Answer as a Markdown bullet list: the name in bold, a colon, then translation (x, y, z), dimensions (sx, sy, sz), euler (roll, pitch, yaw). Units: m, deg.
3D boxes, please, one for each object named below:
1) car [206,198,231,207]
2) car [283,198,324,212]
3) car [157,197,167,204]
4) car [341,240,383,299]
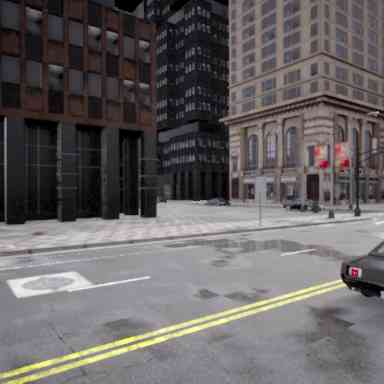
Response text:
- **car**: translation (4.025, 1.580, 50.579), dimensions (1.994, 1.385, 4.181), euler (0, 0, -35)
- **car**: translation (12.744, 1.491, 38.244), dimensions (2.128, 1.511, 4.902), euler (0, 0, -35)
- **car**: translation (-6.982, 1.633, 66.311), dimensions (2.033, 1.411, 5.357), euler (0, 0, -35)
- **car**: translation (5.376, 1.594, 7.278), dimensions (4.718, 1.301, 1.895), euler (0, 0, -35)
